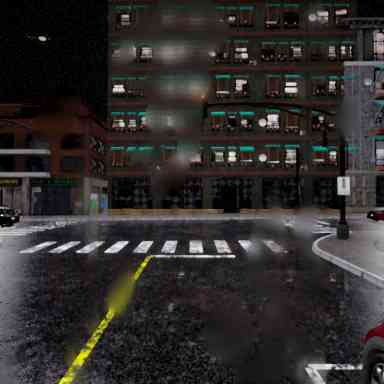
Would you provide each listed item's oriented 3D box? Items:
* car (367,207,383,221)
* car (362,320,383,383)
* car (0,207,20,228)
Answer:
[{"bbox_3d":[14.797,1.450,23.615,4.181,1.385,1.994,-1,-1,1],"label":"car"},{"bbox_3d":[2.753,1.441,1.902,1.967,1.590,4.097,1,0,0],"label":"car"},{"bbox_3d":[-13.742,1.309,20.693,5.566,2.045,2.150,-1,-1,4],"label":"car"}]
